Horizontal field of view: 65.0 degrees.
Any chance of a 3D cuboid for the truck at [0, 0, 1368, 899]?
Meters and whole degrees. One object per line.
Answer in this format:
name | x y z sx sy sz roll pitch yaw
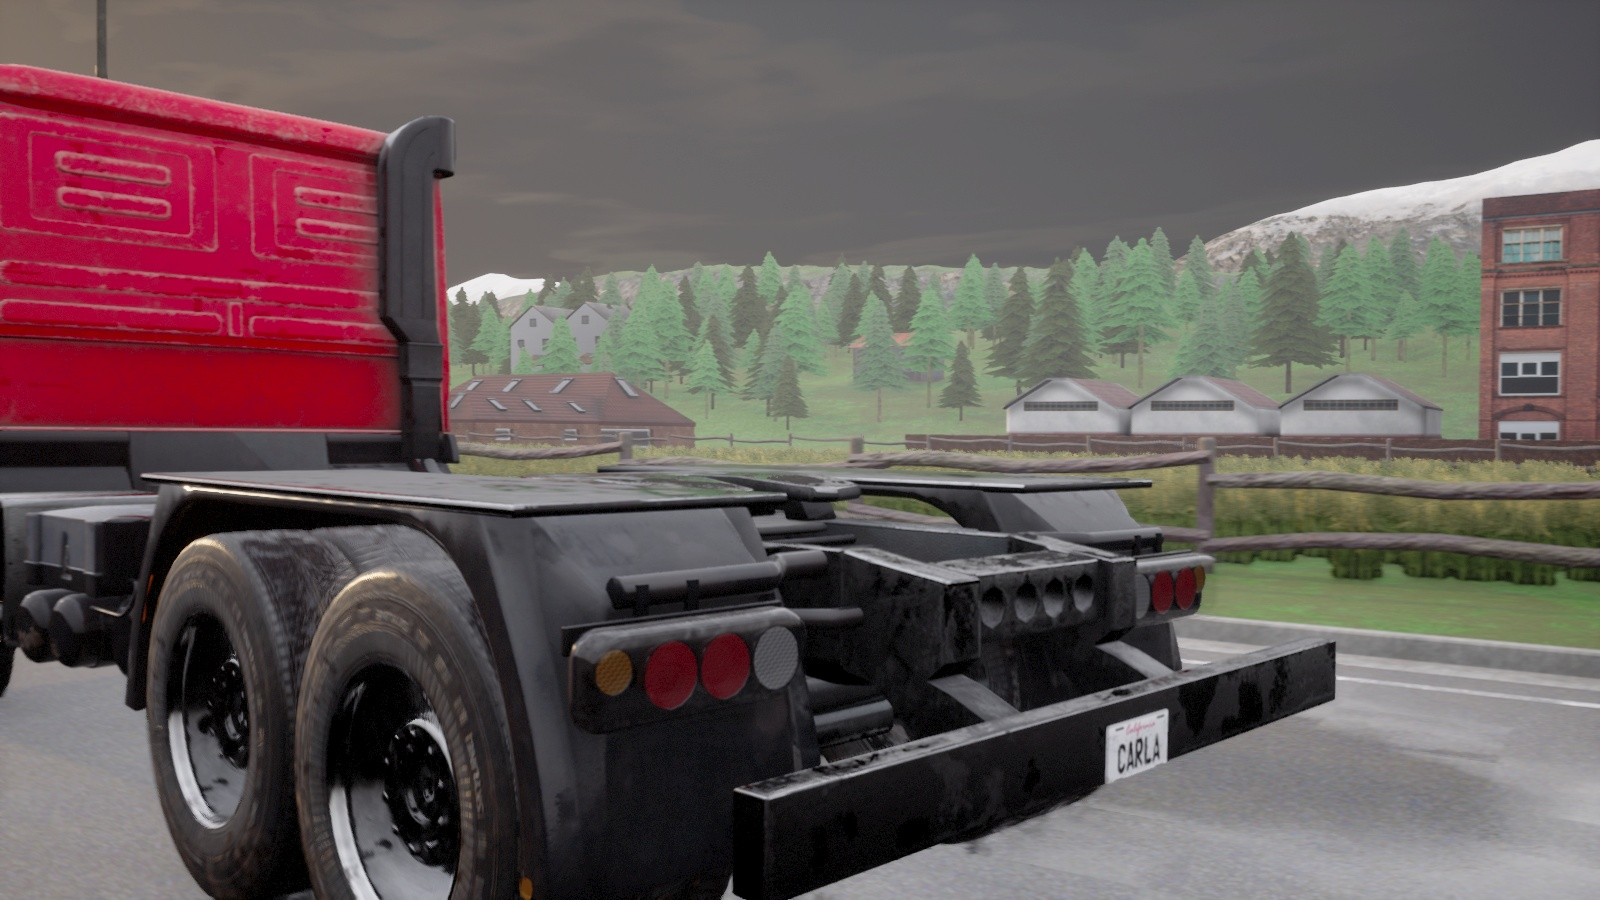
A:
truck | -1.961 -0.314 5.920 7.936 3.462 2.891 0 1 45
